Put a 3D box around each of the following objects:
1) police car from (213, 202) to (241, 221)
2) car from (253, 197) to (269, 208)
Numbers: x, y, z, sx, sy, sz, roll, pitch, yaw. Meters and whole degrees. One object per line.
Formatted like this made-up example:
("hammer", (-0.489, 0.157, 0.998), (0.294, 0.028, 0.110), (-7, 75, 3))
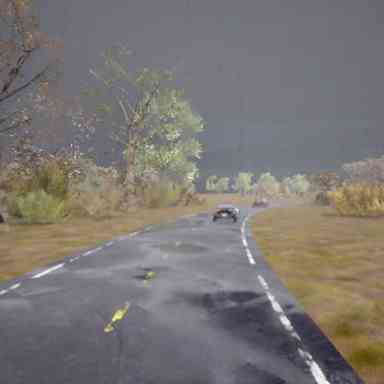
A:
("police car", (3.054, 1.661, 28.528), (2.038, 1.542, 4.974), (0, -1, 12))
("car", (11.705, 1.701, 56.303), (2.097, 1.767, 4.553), (0, 0, 22))
